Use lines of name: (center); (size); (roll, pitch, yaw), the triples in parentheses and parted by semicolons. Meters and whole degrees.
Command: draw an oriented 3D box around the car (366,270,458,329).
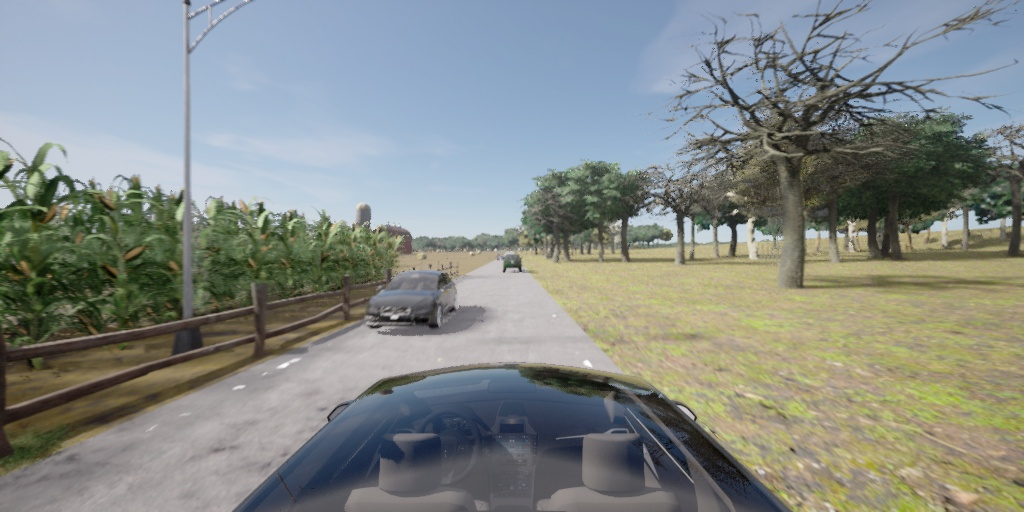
car: (-2.856, 1.223, 11.145); (1.837, 1.490, 4.892); (0, 0, 0)

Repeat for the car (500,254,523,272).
car: (0.062, 0.770, 42.688); (2.150, 2.045, 5.566); (0, 1, 0)
